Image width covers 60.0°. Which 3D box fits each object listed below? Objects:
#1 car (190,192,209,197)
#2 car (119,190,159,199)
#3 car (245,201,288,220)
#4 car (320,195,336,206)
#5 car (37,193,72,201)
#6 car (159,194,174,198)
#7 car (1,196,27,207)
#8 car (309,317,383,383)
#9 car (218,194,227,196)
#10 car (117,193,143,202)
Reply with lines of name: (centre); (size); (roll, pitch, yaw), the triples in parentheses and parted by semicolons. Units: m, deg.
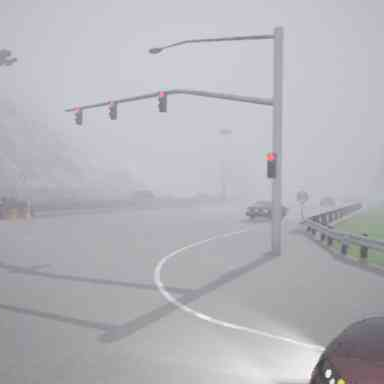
car: (1.288, 0.870, 58.984); (2.097, 1.767, 4.553); (1, 1, 27)
car: (-7.364, 0.784, 44.533); (2.150, 2.045, 5.566); (1, 1, 32)
car: (5.950, 1.381, 26.039); (2.033, 1.411, 5.357); (1, 1, 32)
car: (20.830, 1.261, 51.077); (1.837, 1.490, 4.892); (1, 1, 26)
car: (-18.964, 0.941, 45.899); (2.128, 1.511, 4.902); (1, 0, 33)
car: (-5.578, 0.970, 69.155); (1.895, 1.301, 4.718); (1, 1, 22)
car: (-17.139, 1.107, 29.351); (1.837, 1.490, 4.892); (1, 1, 33)
car: (2.945, 1.571, 2.089); (4.181, 1.385, 1.994); (1, 1, 42)
car: (6.577, 1.042, 72.943); (1.895, 1.301, 4.718); (1, 0, 15)
car: (-10.825, 0.940, 58.682); (1.812, 1.442, 4.674); (1, 0, 32)
